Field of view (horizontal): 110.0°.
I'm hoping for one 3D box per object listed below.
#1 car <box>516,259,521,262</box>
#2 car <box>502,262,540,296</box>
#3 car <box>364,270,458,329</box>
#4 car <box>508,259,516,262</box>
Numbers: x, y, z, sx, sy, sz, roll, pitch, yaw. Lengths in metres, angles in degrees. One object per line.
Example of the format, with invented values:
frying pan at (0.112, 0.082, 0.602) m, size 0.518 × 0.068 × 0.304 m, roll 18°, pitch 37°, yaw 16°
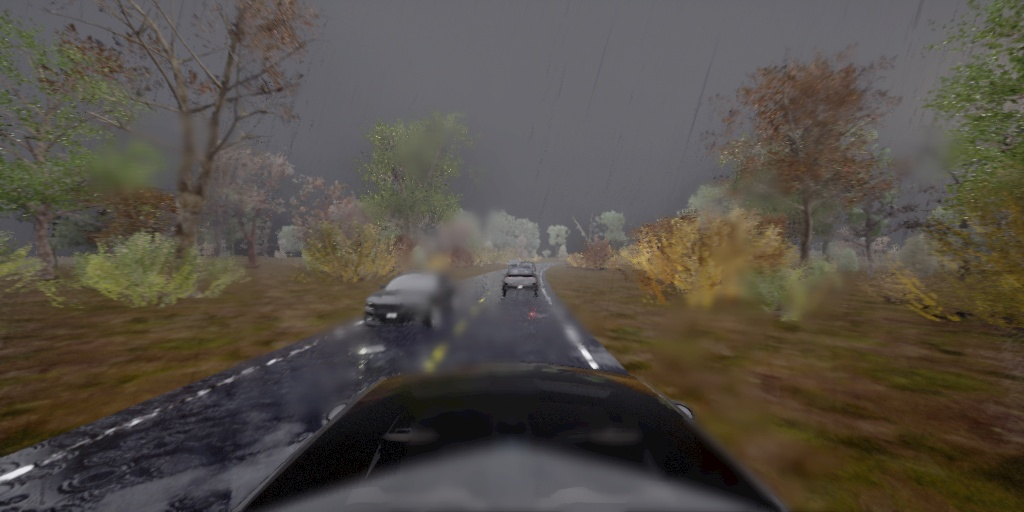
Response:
car at (1.611, 1.316, 37.646) m, size 1.837 × 1.490 × 4.892 m, roll 0°, pitch 0°, yaw 5°
car at (0.480, 1.269, 19.468) m, size 2.128 × 1.511 × 4.902 m, roll 0°, pitch 0°, yaw 2°
car at (-2.969, 1.230, 11.507) m, size 1.882 × 1.535 × 5.008 m, roll 0°, pitch 0°, yaw 1°
car at (0.393, 1.230, 56.070) m, size 2.097 × 1.767 × 4.553 m, roll 0°, pitch 0°, yaw 7°
